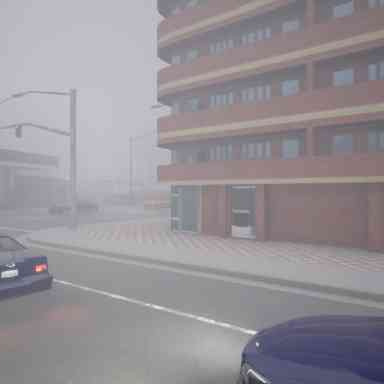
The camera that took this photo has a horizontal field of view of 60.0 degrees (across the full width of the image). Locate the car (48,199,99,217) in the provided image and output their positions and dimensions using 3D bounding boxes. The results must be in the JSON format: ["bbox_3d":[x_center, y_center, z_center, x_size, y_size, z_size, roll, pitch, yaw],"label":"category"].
[{"bbox_3d":[-11.439,1.486,32.319,1.882,1.535,5.008,0,0,34],"label":"car"}]

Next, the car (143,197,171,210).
[{"bbox_3d":[-4.265,1.387,42.849,2.097,1.767,4.553,0,0,34],"label":"car"}]

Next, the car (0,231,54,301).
[{"bbox_3d":[-5.305,1.545,7.672,5.357,1.411,2.033,0,0,38],"label":"car"}]

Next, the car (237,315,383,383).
[{"bbox_3d":[2.548,1.536,2.176,4.674,1.442,1.812,0,0,35],"label":"car"}]
